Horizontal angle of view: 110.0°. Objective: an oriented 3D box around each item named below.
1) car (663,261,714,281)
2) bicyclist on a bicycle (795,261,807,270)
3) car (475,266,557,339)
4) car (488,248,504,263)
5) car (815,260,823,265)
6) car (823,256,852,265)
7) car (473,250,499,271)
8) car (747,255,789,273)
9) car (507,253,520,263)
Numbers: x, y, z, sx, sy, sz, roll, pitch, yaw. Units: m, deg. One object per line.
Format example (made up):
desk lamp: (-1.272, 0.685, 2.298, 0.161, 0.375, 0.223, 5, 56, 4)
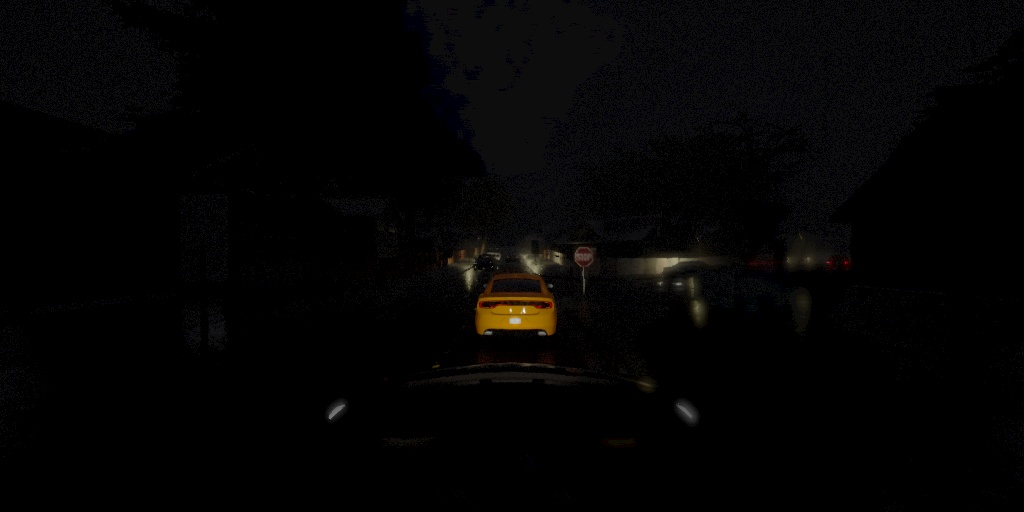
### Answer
car: (14.580, 1.179, 29.489, 5.008, 1.535, 1.882, 0, 0, -31)
bicyclist on a bicycle: (22.042, 1.209, 27.098, 0.582, 1.620, 1.656, 0, 0, -32)
car: (0.159, 1.223, 10.100, 1.882, 1.535, 5.008, 0, 0, 2)
car: (-2.741, -0.101, 52.483, 2.150, 2.045, 5.566, 0, 2, 0)
car: (42.603, 1.318, 48.584, 4.902, 1.511, 2.128, 0, 0, -38)
car: (39.616, 1.040, 42.780, 5.566, 2.045, 2.150, 0, 0, -37)
car: (-2.773, 0.583, 37.216, 2.097, 1.767, 4.553, 0, 2, 0)
car: (26.391, 0.964, 36.945, 5.566, 2.045, 2.150, -1, 1, -34)
car: (0.205, 0.211, 53.380, 1.994, 1.385, 4.181, 0, 2, 0)
